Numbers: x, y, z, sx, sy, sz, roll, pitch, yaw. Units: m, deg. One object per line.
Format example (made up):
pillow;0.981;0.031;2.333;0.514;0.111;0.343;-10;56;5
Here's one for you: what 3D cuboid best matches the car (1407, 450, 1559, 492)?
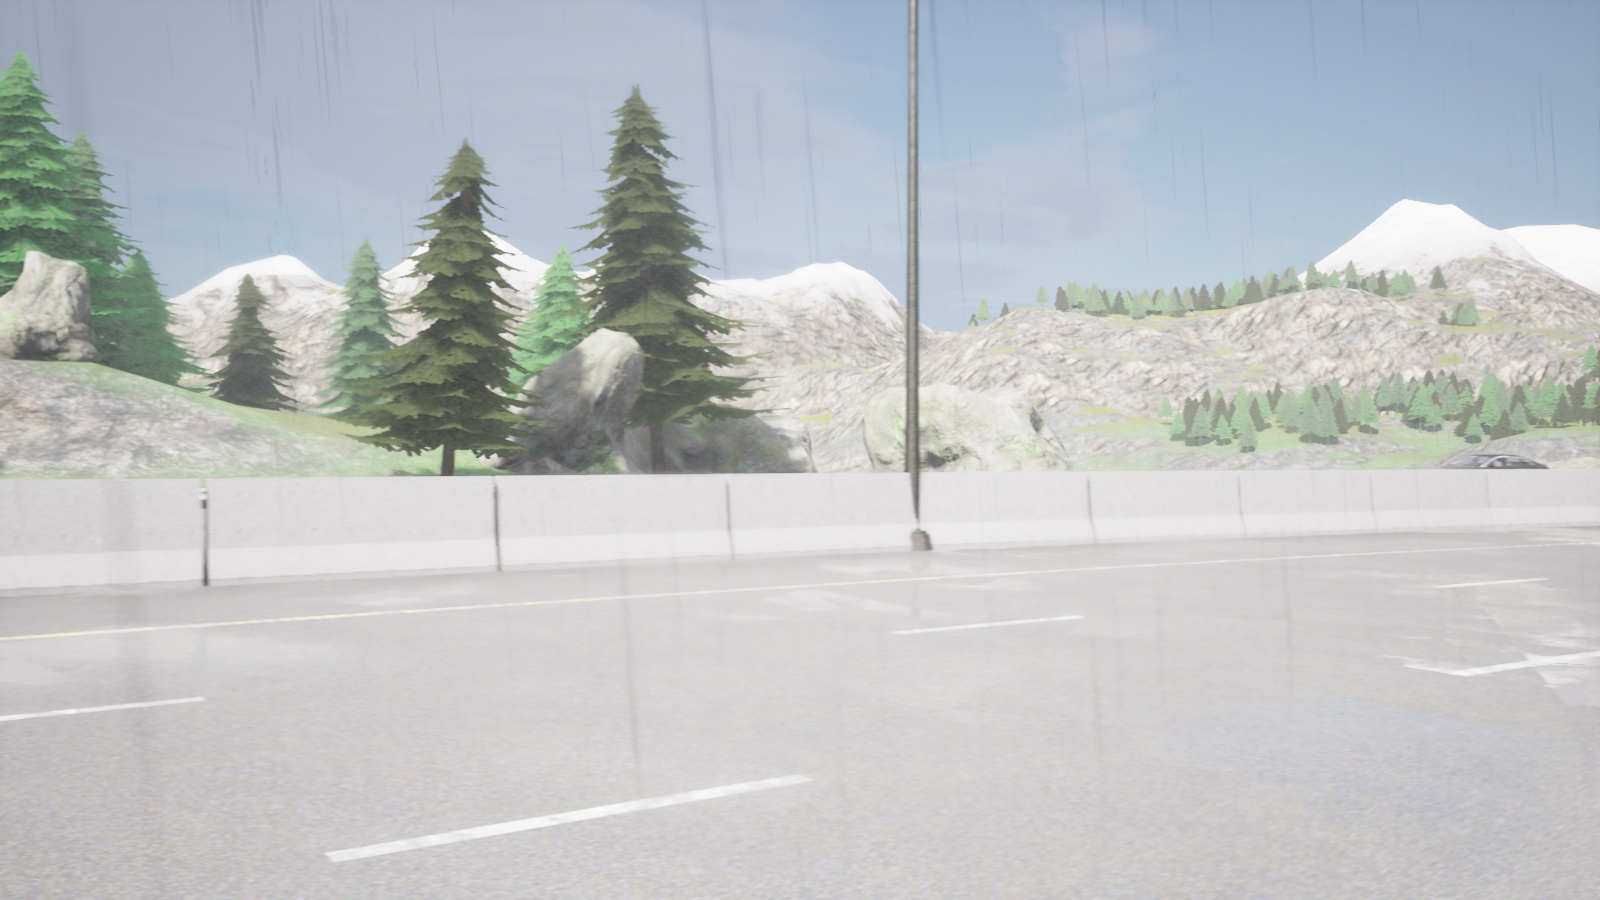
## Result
car;25.207;0.753;46.379;4.902;1.511;2.128;0;0;-17
